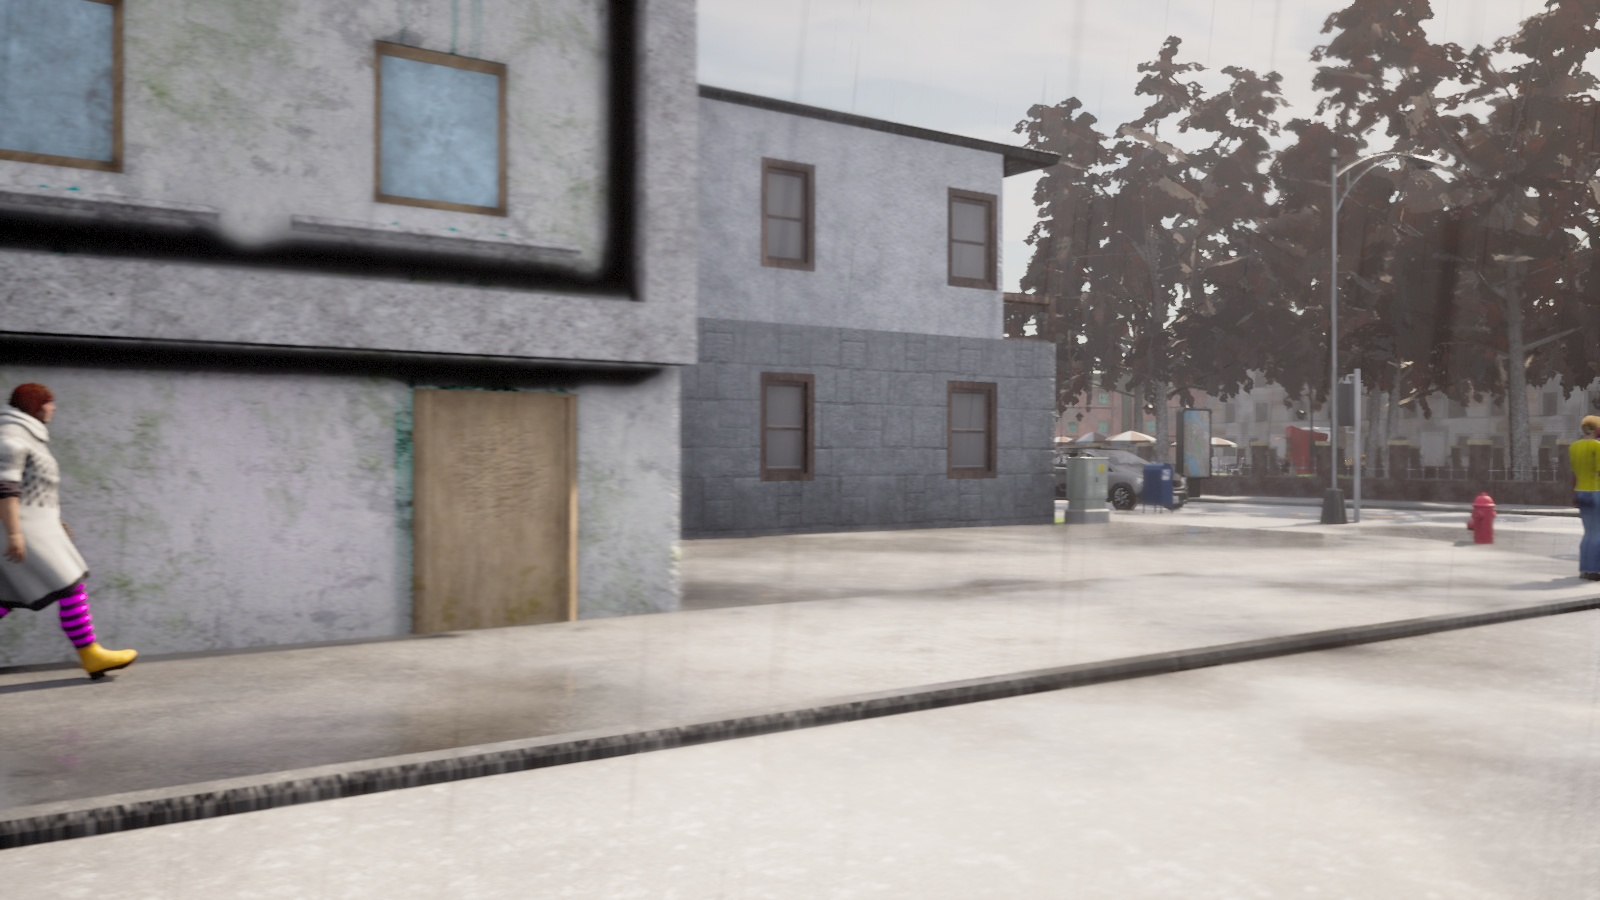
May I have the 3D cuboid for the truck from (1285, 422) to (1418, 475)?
[{"bbox_3d":[37.347,-0.099,85.297,2.891,3.462,7.936,0,0,-35],"label":"truck"}]

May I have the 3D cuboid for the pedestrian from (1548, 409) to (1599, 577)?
[{"bbox_3d":[8.745,0.472,13.909,0.706,1.836,0.354,0,0,-5],"label":"pedestrian"}]

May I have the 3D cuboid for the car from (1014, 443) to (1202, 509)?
[{"bbox_3d":[8.241,0.658,33.957,2.242,1.667,4.611,0,0,-34],"label":"car"}]

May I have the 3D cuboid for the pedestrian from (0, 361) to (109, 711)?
[{"bbox_3d":[-4.567,0.482,7.328,0.873,1.952,0.659,0,0,-34],"label":"pedestrian"}]
